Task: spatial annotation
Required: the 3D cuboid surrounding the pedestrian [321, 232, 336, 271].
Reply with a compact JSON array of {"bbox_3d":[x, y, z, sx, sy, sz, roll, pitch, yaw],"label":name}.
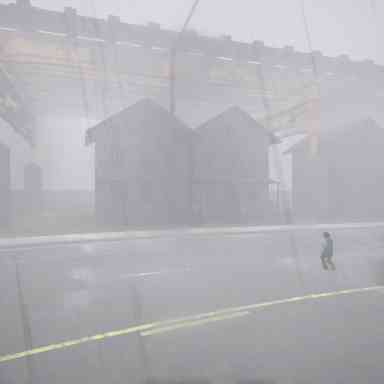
[{"bbox_3d":[3.851,1.674,9.381,0.500,1.100,0.500,0,0,-19],"label":"pedestrian"}]
